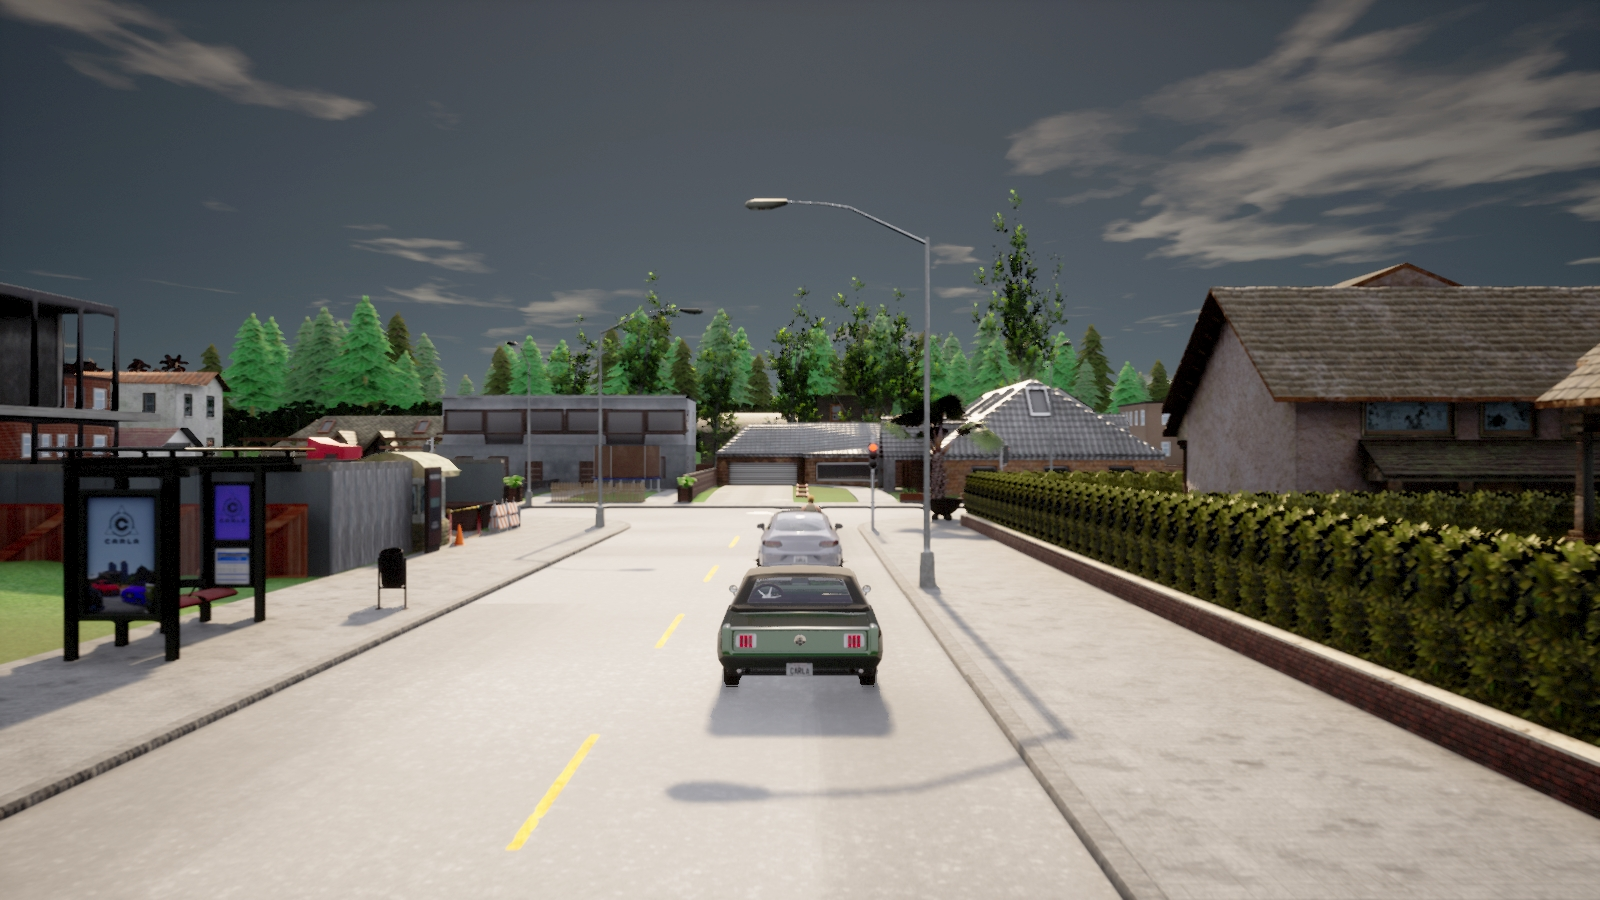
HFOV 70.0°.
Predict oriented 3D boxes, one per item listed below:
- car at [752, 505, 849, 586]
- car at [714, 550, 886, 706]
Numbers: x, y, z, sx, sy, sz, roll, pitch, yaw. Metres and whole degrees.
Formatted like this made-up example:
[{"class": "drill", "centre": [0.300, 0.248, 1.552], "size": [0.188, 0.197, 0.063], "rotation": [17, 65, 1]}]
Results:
[{"class": "car", "centre": [-0.001, 2.082, 25.800], "size": [2.002, 1.442, 4.674], "rotation": [0, 0, 0]}, {"class": "car", "centre": [0.001, 2.155, 14.896], "size": [1.895, 1.301, 4.718], "rotation": [0, 0, 0]}]
